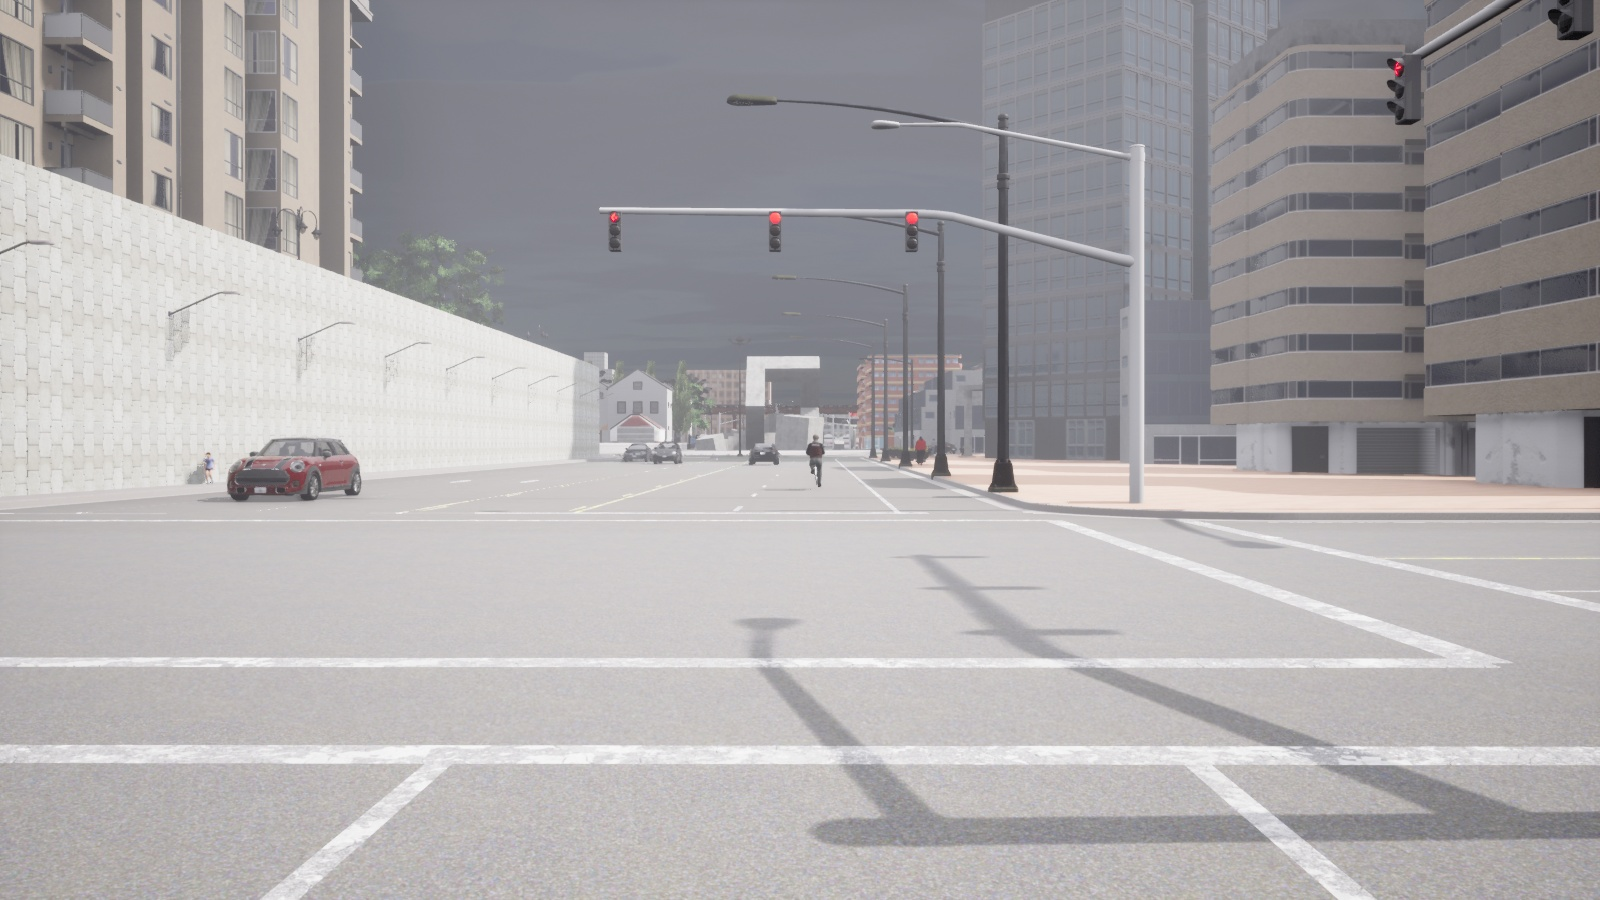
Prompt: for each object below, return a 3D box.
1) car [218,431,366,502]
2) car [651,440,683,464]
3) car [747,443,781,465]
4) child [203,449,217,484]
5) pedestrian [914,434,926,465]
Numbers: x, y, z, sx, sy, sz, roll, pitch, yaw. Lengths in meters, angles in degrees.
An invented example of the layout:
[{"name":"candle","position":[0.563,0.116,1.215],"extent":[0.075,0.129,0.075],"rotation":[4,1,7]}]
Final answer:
[{"name":"car","position":[-13.576,0.404,33.864],"extent":[2.097,1.767,4.553],"rotation":[0,0,1]},{"name":"car","position":[-9.395,0.135,88.950],"extent":[1.851,1.617,3.988],"rotation":[0,0,1]},{"name":"car","position":[-2.431,0.259,86.000],"extent":[2.163,1.488,4.792],"rotation":[0,0,1]},{"name":"child","position":[-19.282,0.534,41.058],"extent":[0.255,1.110,0.394],"rotation":[0,0,1]},{"name":"pedestrian","position":[7.166,-0.016,75.026],"extent":[0.634,1.844,0.899],"rotation":[0,0,-2]}]
